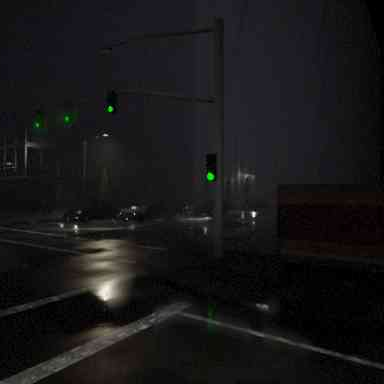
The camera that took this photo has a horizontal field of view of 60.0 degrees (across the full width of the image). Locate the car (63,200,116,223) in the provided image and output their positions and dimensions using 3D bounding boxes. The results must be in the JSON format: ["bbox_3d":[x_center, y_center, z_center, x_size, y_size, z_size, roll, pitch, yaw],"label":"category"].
[{"bbox_3d":[-7.706,1.407,26.001,2.097,1.767,4.553,0,0,36],"label":"car"}]

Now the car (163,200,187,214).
[{"bbox_3d":[-2.387,1.560,33.433,1.837,1.490,4.892,0,0,36],"label":"car"}]

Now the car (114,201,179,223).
[{"bbox_3d":[-3.441,1.656,25.951,1.895,1.301,4.718,0,0,36],"label":"car"}]

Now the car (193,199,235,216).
[{"bbox_3d":[2.076,1.533,33.653,1.882,1.535,5.008,0,0,35],"label":"car"}]

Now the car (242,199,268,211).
[{"bbox_3d":[8.048,1.581,41.971,1.812,1.442,4.674,0,0,36],"label":"car"}]
